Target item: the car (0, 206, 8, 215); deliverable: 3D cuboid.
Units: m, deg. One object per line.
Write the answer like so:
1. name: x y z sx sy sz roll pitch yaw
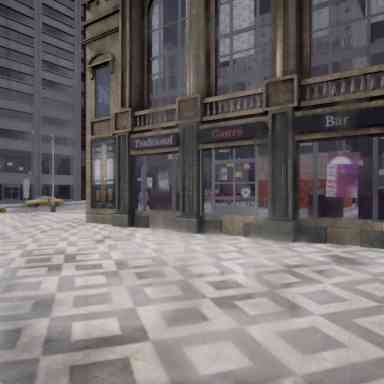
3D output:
1. car: -18.052 1.343 27.692 1.752 1.417 4.829 1 2 36

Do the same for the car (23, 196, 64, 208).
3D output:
1. car: -18.529 1.146 41.593 1.752 1.417 4.829 1 2 36
